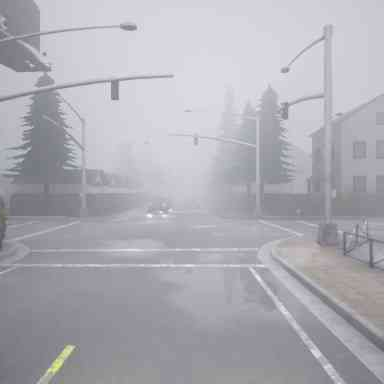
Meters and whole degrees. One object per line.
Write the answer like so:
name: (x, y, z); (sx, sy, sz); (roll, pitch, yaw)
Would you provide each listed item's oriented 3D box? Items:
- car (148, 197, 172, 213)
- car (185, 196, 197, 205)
car: (-3.674, 1.352, 37.056); (2.097, 1.767, 4.553); (0, 0, 0)
car: (-0.121, 1.492, 59.259); (2.128, 1.511, 4.902); (0, 0, 0)
